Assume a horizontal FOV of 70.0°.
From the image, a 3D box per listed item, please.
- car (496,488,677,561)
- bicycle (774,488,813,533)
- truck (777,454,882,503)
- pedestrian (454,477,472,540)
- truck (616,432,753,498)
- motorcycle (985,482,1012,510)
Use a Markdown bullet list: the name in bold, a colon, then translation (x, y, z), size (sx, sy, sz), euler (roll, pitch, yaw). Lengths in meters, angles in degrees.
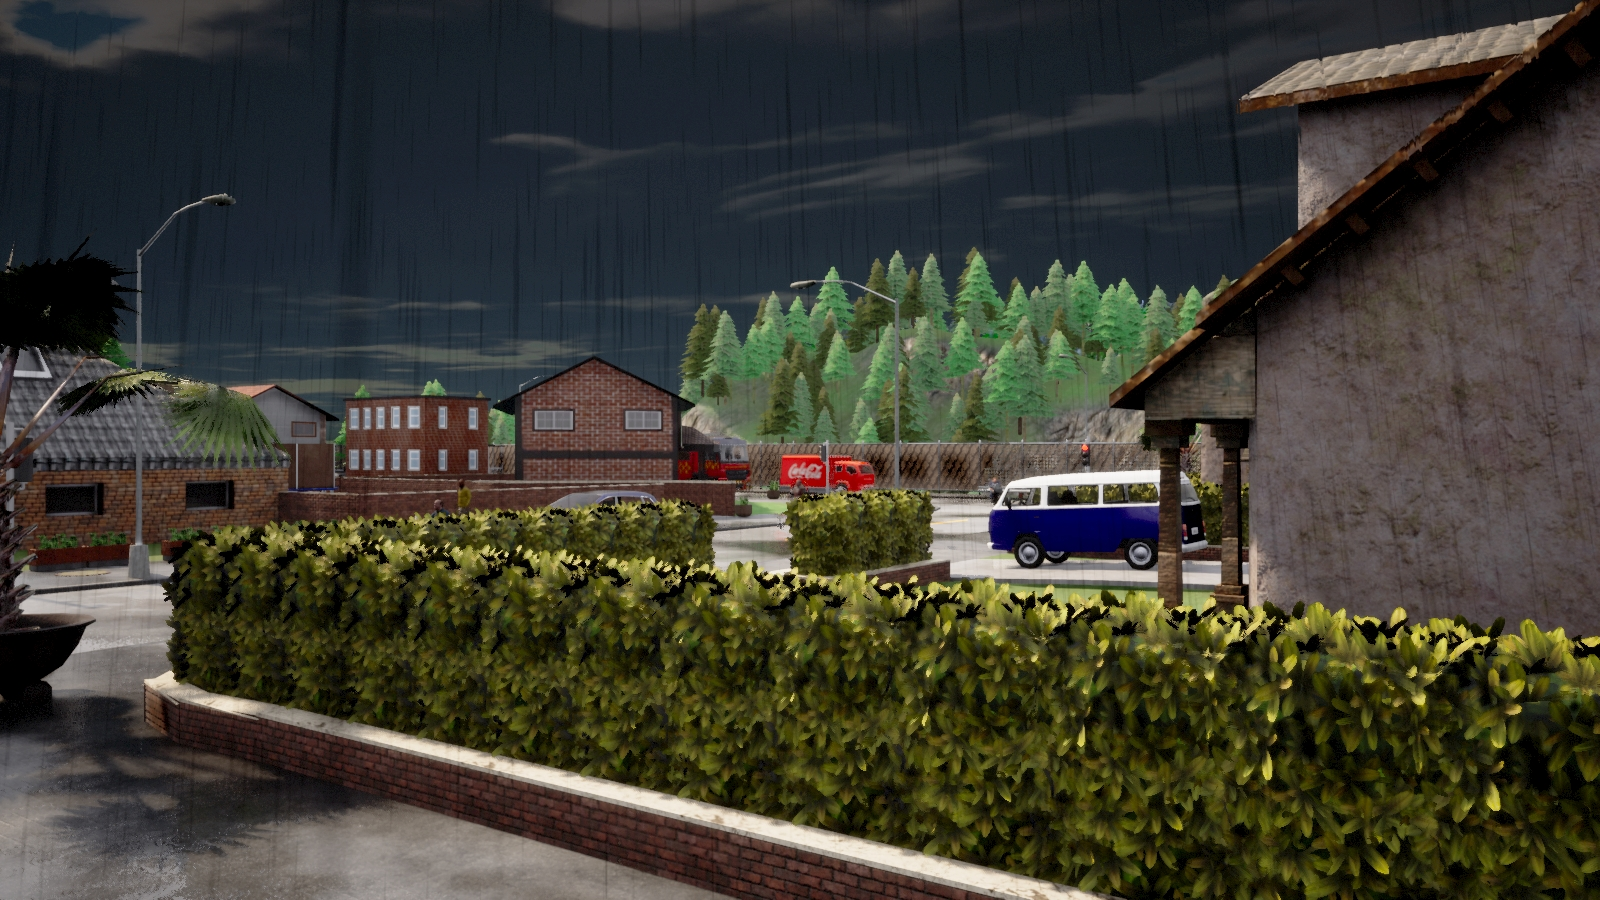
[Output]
- **car**: translation (-5.756, 1.958, 31.296), size (2.242, 1.667, 4.611), euler (0, 0, 35)
- **bicycle**: translation (-0.219, 2.051, 39.270), size (0.329, 1.471, 1.835), euler (0, 0, 35)
- **truck**: translation (1.624, 1.540, 63.738), size (5.204, 2.467, 2.627), euler (1, 1, 35)
- **pedestrian**: translation (-10.089, 1.732, 34.187), size (0.375, 1.860, 0.375), euler (0, 0, 34)
- **truck**: translation (-7.123, 0.872, 69.850), size (8.468, 3.827, 2.891), euler (0, 0, 35)
- **motorcycle**: translation (9.459, 2.177, 54.501), size (0.803, 1.199, 2.033), euler (-7, 0, 0)
